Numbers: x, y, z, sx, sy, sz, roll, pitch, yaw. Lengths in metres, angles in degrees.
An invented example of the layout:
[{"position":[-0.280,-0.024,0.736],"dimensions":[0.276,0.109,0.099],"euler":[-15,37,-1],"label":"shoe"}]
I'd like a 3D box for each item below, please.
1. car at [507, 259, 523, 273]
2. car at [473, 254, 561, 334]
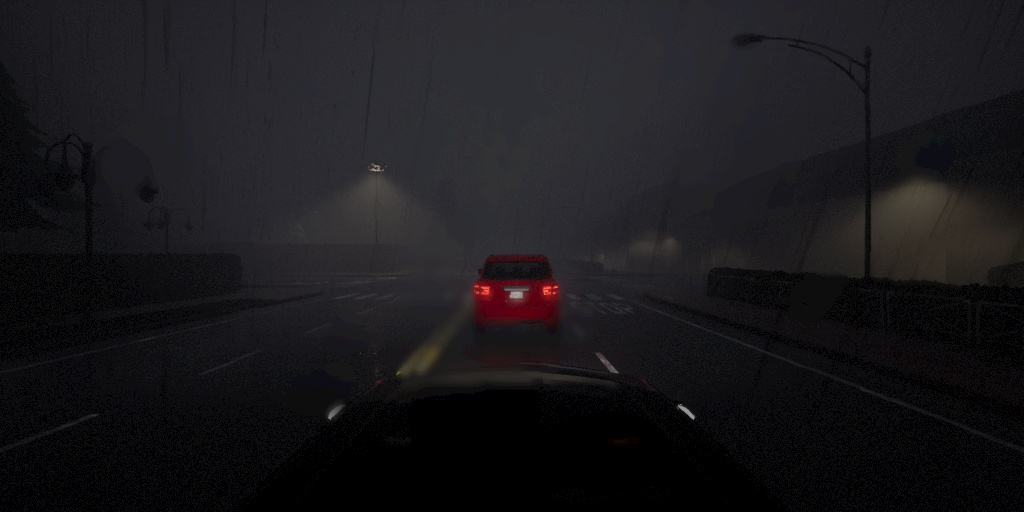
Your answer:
[{"position":[0.362,1.220,45.623],"dimensions":[1.882,1.535,5.008],"euler":[0,0,1],"label":"car"},{"position":[0.123,0.970,10.771],"dimensions":[2.150,2.045,5.566],"euler":[0,0,0],"label":"car"}]
